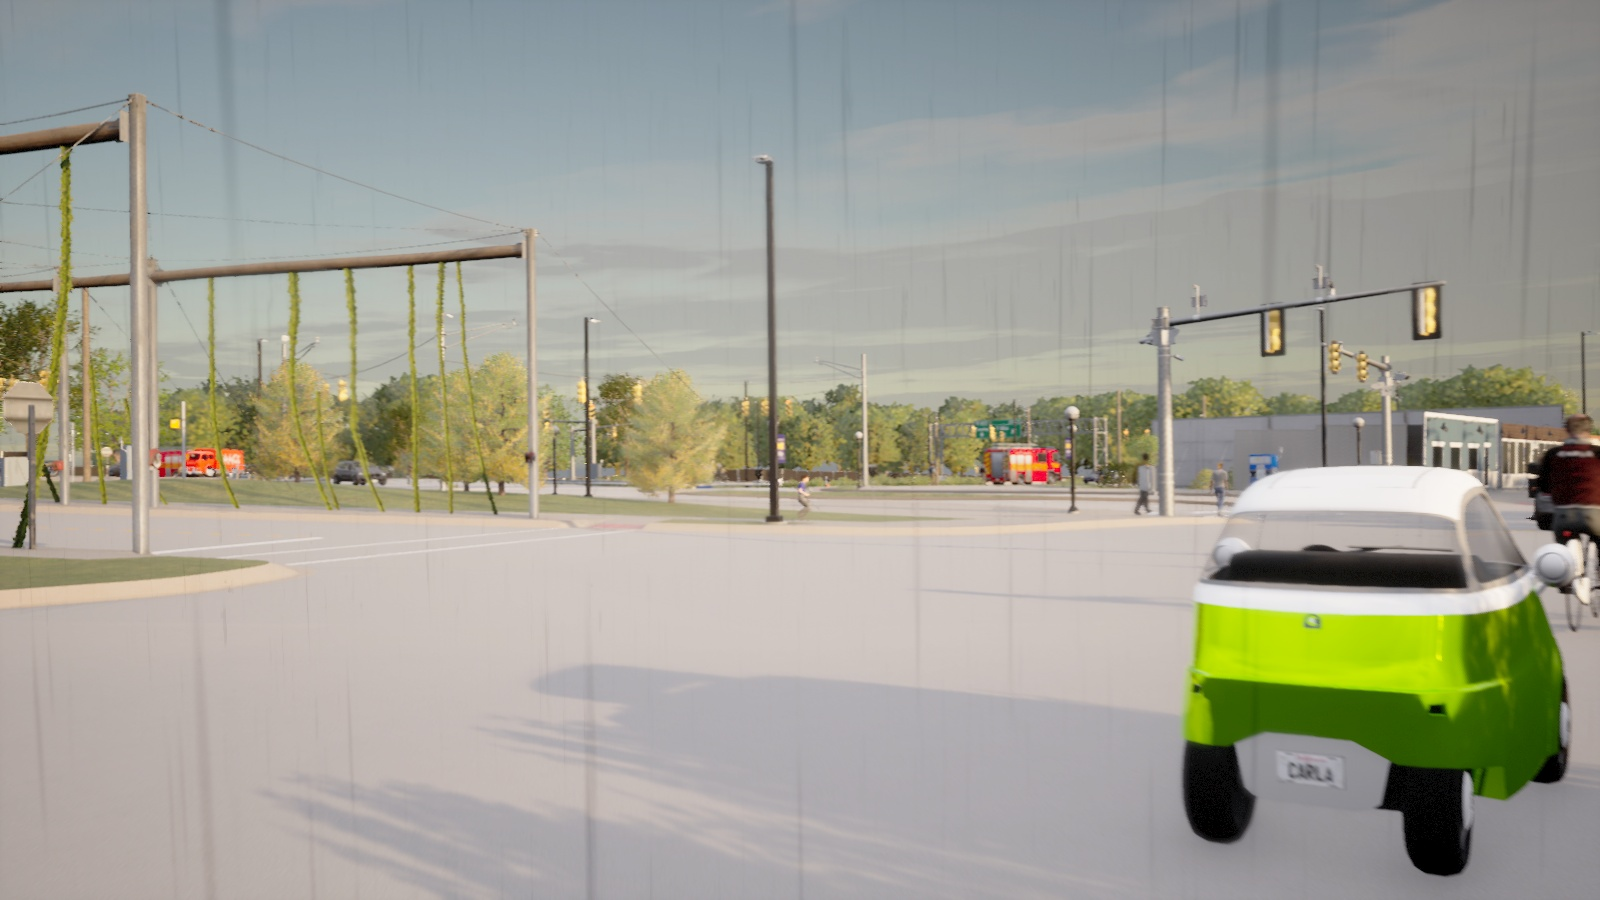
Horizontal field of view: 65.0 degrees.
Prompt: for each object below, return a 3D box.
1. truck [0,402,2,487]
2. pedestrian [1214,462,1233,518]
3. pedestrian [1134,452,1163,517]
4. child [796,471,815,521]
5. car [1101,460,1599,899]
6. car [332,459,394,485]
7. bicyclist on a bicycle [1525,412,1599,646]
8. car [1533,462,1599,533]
[{"bbox_3d":[-38.029,-0.258,51.468,2.891,3.827,8.468,-1,-3,43],"label":"truck"},{"bbox_3d":[14.078,1.326,41.749,0.354,1.836,0.706,-1,-1,39],"label":"pedestrian"},{"bbox_3d":[9.950,0.967,35.853,0.726,1.835,0.370,0,-1,-33],"label":"pedestrian"},{"bbox_3d":[0.147,1.160,31.864,0.437,1.263,0.270,-1,-1,6],"label":"child"},{"bbox_3d":[2.332,0.753,5.092,1.481,1.376,2.207,-1,0,33],"label":"car"},{"bbox_3d":[-29.999,1.505,86.101,2.242,1.667,4.611,2,-2,-44],"label":"car"},{"bbox_3d":[6.549,0.603,10.366,0.659,1.776,1.843,-1,-1,39],"label":"bicyclist on a bicycle"},{"bbox_3d":[17.834,1.055,27.823,1.970,1.475,3.806,-1,-3,43],"label":"car"}]
